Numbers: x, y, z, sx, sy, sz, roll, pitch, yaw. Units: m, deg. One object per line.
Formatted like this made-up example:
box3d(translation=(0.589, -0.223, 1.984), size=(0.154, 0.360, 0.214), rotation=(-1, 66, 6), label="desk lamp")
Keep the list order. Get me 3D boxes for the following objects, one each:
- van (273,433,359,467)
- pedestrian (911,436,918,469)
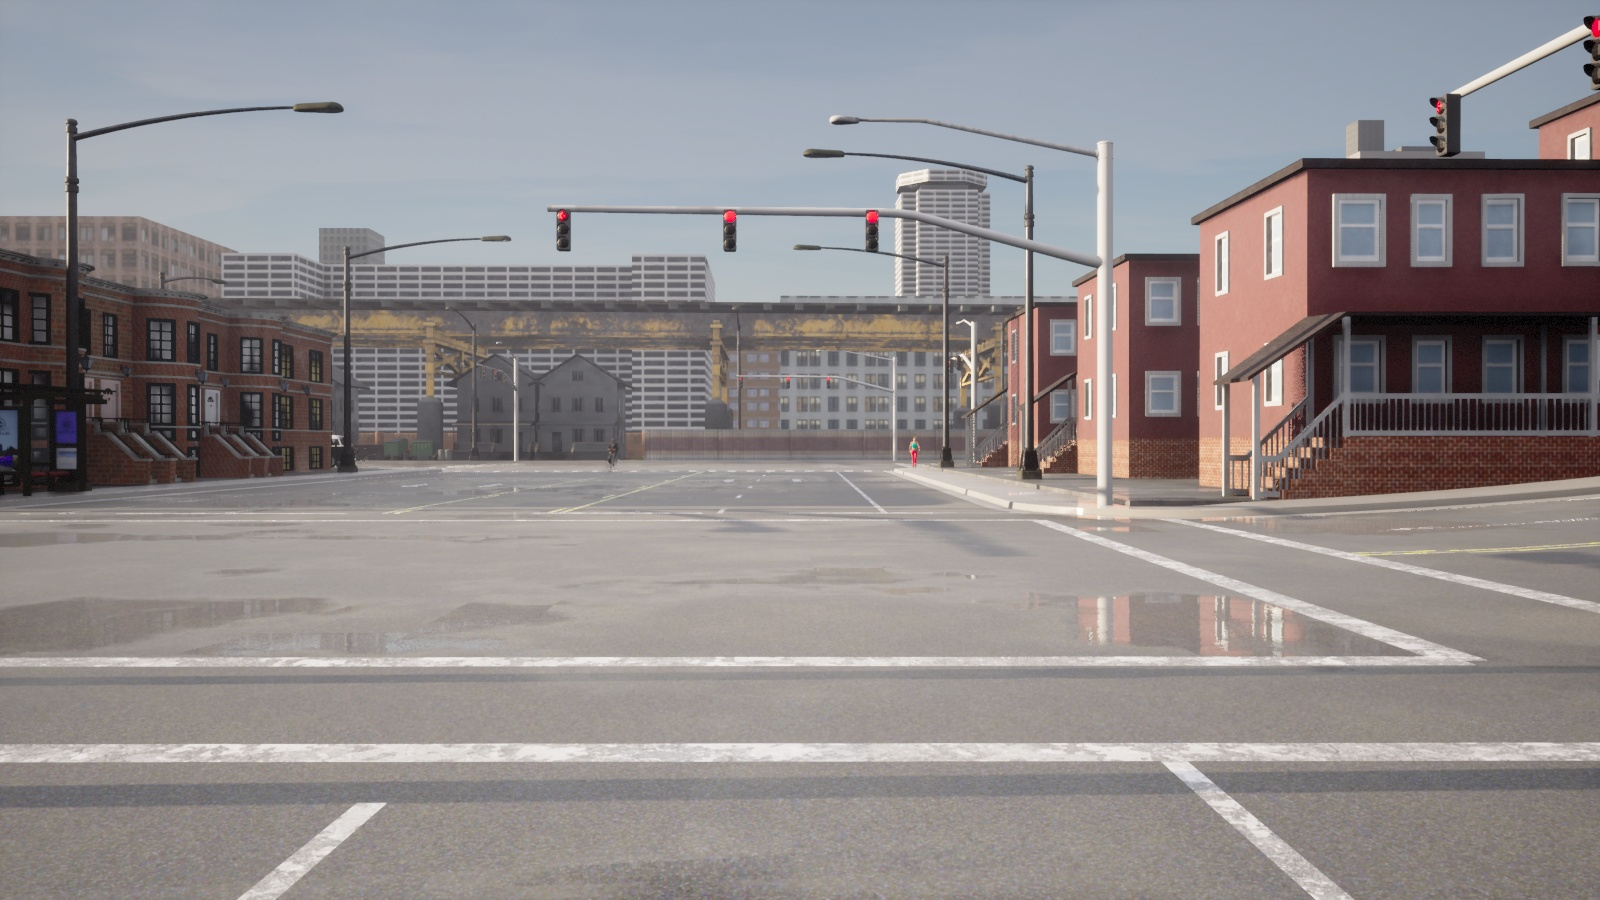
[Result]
box3d(translation=(-29.763, 0.010, 77.297), size=(4.480, 2.038, 2.069), rotation=(0, 0, 0), label="van")
box3d(translation=(6.494, 0.135, 71.214), size=(0.345, 1.836, 0.594), rotation=(0, 0, 2), label="pedestrian")
